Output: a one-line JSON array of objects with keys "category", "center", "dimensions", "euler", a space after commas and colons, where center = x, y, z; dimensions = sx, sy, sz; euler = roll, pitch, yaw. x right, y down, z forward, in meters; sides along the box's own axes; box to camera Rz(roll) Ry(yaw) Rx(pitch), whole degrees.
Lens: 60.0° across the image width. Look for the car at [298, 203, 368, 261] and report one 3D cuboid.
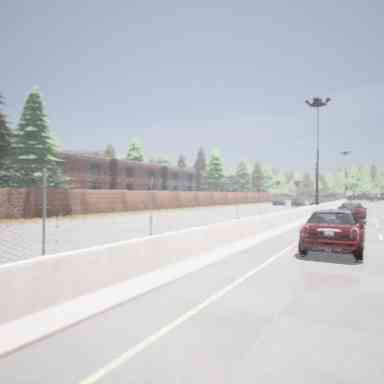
[{"category": "car", "center": [5.649, 1.458, 13.131], "dimensions": [2.097, 1.767, 4.553], "euler": [0, 0, 28]}]
